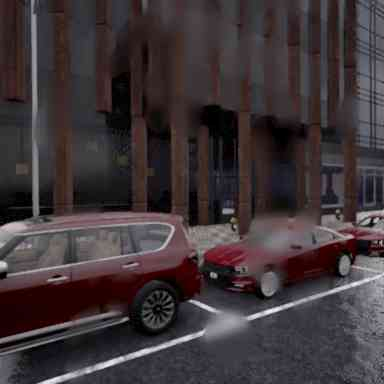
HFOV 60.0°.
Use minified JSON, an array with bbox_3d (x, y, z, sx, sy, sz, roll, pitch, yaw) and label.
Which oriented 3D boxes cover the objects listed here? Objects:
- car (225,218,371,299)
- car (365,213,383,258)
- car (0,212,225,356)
[{"bbox_3d":[2.283,1.474,8.266,4.507,1.381,1.887,-1,0,-35],"label":"car"},{"bbox_3d":[6.730,1.416,11.429,4.507,1.381,1.887,-1,0,-35],"label":"car"},{"bbox_3d":[-2.165,1.303,5.101,5.009,1.841,2.192,-1,0,-35],"label":"car"}]
